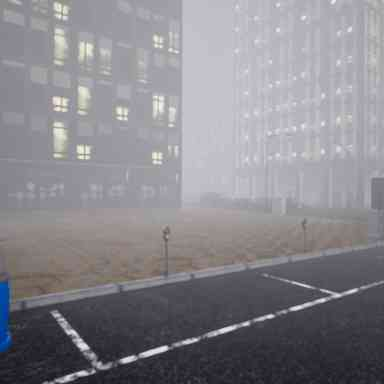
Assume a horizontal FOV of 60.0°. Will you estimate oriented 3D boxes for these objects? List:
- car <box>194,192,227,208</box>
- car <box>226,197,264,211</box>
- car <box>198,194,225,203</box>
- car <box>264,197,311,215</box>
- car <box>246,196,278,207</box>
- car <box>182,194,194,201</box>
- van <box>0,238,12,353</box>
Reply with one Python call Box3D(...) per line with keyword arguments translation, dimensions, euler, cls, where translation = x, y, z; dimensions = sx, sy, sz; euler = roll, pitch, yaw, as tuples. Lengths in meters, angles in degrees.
Box3D(translation=(2.967, 0.980, 41.334), dimensions=(2.192, 1.841, 5.009), euler=(2, 0, -36), cls="car")
Box3D(translation=(6.204, 1.354, 36.802), dimensions=(1.802, 1.307, 4.206), euler=(2, 0, -36), cls="car")
Box3D(translation=(3.141, 1.038, 55.470), dimensions=(1.752, 1.417, 4.829), euler=(2, 0, -36), cls="car")
Box3D(translation=(9.455, 1.320, 32.271), dimensions=(1.967, 1.590, 4.097), euler=(2, 0, -36), cls="car")
Box3D(translation=(9.733, 1.313, 46.265), dimensions=(1.802, 1.307, 4.206), euler=(2, 0, -36), cls="car")
Box3D(translation=(-0.009, 0.975, 59.865), dimensions=(1.947, 1.339, 4.313), euler=(2, 0, -36), cls="car")
Box3D(translation=(-4.155, 1.328, 3.598), dimensions=(3.998, 1.788, 1.690), euler=(1, 0, -35), cls="van")
